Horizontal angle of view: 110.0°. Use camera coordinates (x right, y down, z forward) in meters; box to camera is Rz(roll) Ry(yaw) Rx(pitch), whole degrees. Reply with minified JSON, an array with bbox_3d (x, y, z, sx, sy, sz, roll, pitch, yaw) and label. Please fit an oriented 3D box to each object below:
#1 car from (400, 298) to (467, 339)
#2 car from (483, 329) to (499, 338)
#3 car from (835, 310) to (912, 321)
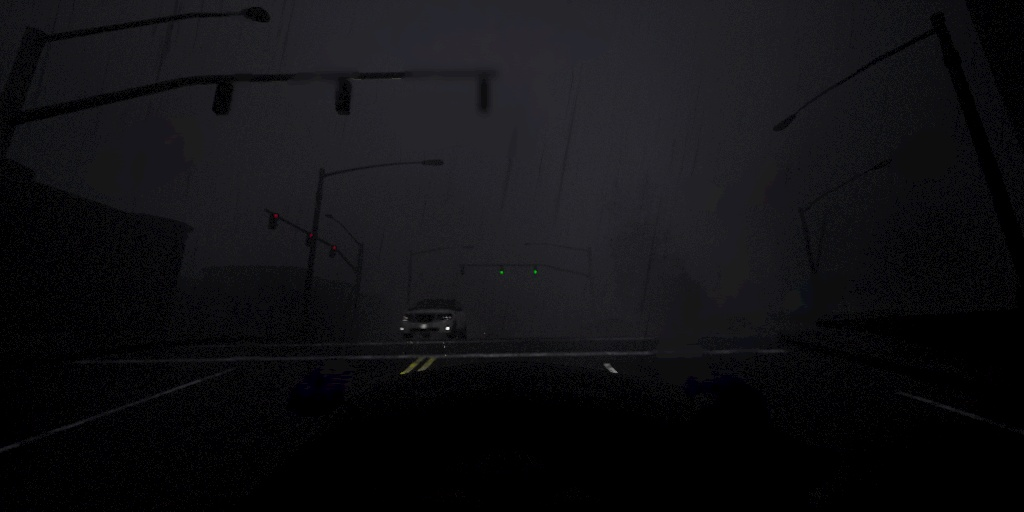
[{"bbox_3d":[-3.420,2.957,16.735,2.150,2.045,5.566,-1,-12,0],"label":"car"},{"bbox_3d":[-3.106,11.649,53.466,2.097,1.767,4.553,-1,-14,0],"label":"car"},{"bbox_3d":[21.392,3.890,21.115,4.181,1.385,1.994,-1,-13,1],"label":"car"}]
